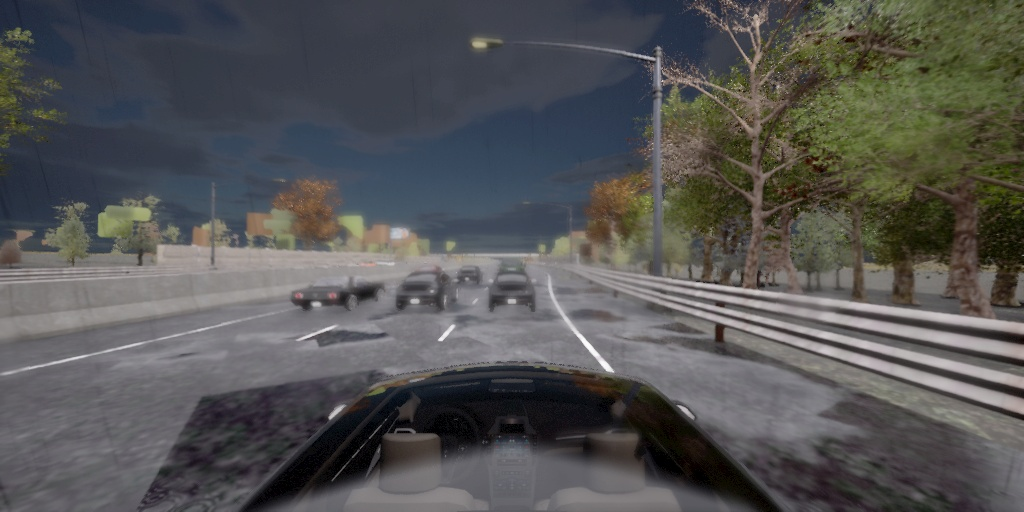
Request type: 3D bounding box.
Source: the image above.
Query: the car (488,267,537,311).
[{"bbox_3d":[0.020,1.393,15.342,1.837,1.490,4.892,0,0,1],"label":"car"}]

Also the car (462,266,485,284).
[{"bbox_3d":[-3.482,1.550,30.361,1.837,1.490,4.892,0,0,1],"label":"car"}]

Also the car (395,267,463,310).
[{"bbox_3d":[-3.479,1.393,15.365,1.837,1.490,4.892,0,0,1],"label":"car"}]

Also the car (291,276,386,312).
[{"bbox_3d":[-6.984,1.485,15.105,1.895,1.301,4.718,0,-1,0],"label":"car"}]

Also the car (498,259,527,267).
[{"bbox_3d":[0.005,1.258,29.450,2.150,2.045,5.566,0,0,0],"label":"car"}]

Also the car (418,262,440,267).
[{"bbox_3d":[-6.975,1.528,31.103,1.882,1.535,5.008,0,0,1],"label":"car"}]
